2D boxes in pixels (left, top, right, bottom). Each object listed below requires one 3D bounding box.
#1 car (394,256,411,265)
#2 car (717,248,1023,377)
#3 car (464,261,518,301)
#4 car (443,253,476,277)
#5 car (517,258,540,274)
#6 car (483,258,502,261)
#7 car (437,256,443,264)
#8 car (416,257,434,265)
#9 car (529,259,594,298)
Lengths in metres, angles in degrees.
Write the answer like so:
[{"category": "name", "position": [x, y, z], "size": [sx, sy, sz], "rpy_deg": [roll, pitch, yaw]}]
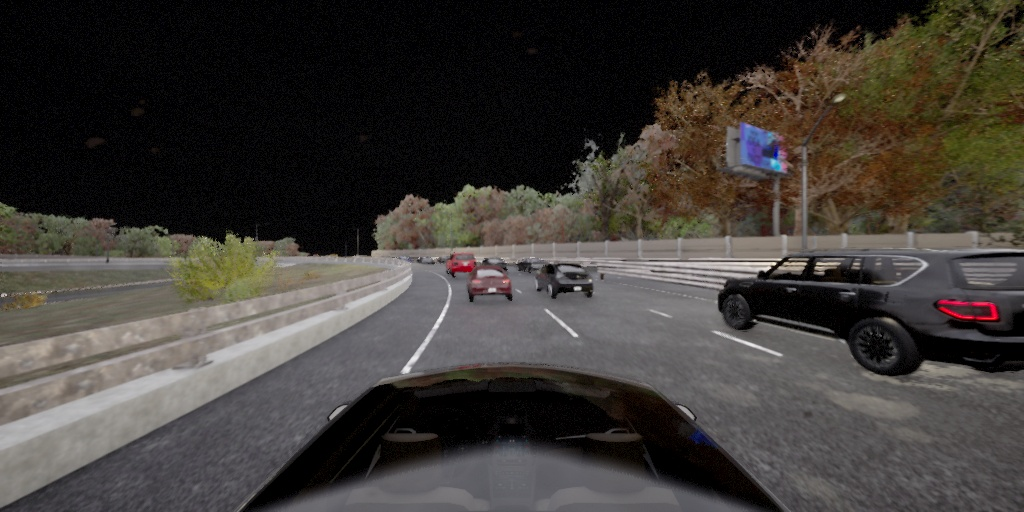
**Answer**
[{"category": "car", "position": [-18.876, 0.804, 61.601], "size": [1.882, 1.535, 5.008], "rpy_deg": [-1, 1, -34]}, {"category": "car", "position": [6.752, 0.873, 7.320], "size": [2.150, 2.045, 5.566], "rpy_deg": [0, 0, -4]}, {"category": "car", "position": [-1.101, 1.142, 16.307], "size": [1.812, 1.442, 4.674], "rpy_deg": [-1, 1, -8]}, {"category": "car", "position": [-4.476, 0.721, 31.464], "size": [2.150, 2.045, 5.566], "rpy_deg": [-1, 1, -16]}, {"category": "car", "position": [1.830, 0.902, 34.703], "size": [2.128, 1.511, 4.902], "rpy_deg": [-1, 1, -17]}, {"category": "car", "position": [-1.967, 0.916, 35.161], "size": [1.882, 1.535, 5.008], "rpy_deg": [0, 1, -17]}, {"category": "car", "position": [-11.639, 0.738, 63.296], "size": [2.128, 1.511, 4.902], "rpy_deg": [-1, 1, -33]}, {"category": "car", "position": [-15.147, 0.851, 62.271], "size": [1.994, 1.385, 4.181], "rpy_deg": [-1, 1, -34]}, {"category": "car", "position": [2.346, 1.083, 17.092], "size": [1.837, 1.490, 4.892], "rpy_deg": [-1, 1, -8]}]
